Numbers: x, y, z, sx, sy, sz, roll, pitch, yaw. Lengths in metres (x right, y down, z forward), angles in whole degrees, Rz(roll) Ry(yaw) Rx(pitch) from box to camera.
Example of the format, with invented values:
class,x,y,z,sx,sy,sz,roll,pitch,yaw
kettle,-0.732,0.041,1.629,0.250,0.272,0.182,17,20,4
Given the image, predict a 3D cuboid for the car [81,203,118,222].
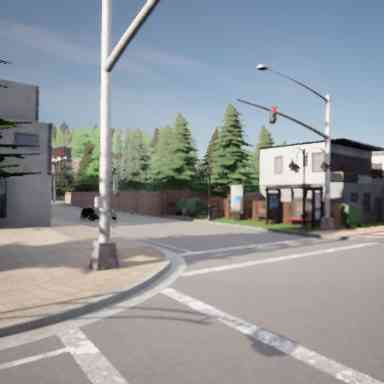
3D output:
class,x,y,z,sx,sy,sz,roll,pitch,yaw
car,-7.644,1.628,27.243,1.994,1.385,4.181,1,0,-34
